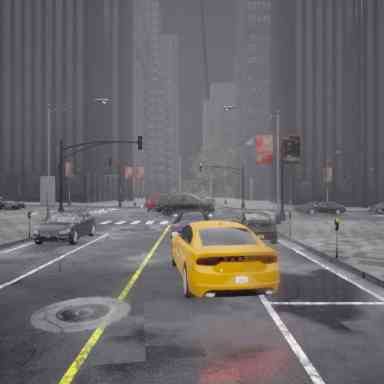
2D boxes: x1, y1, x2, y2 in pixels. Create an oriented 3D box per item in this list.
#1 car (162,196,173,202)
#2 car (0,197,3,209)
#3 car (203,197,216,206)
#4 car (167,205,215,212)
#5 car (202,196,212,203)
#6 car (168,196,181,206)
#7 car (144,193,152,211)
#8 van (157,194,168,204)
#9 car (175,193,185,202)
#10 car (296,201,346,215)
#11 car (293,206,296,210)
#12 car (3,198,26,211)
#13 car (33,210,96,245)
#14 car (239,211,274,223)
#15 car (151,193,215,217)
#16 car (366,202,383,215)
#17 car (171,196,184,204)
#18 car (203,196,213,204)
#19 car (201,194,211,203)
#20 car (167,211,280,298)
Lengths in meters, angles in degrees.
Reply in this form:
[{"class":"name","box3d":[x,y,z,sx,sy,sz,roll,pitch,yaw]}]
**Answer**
[{"class":"car","box3d":[-5.437,1.594,74.271,1.947,1.339,4.313,0,0,1]},{"class":"car","box3d":[-20.487,1.225,31.009,4.181,1.385,1.994,1,0,0]},{"class":"car","box3d":[2.941,1.569,57.660,2.008,1.369,4.403,0,0,1]},{"class":"car","box3d":[0.049,1.566,16.168,1.994,1.385,4.181,0,0,0]},{"class":"car","box3d":[3.039,1.575,68.686,2.008,1.369,4.403,0,0,1]},{"class":"car","box3d":[-2.912,1.495,55.322,1.882,1.535,5.008,0,0,1]},{"class":"car","box3d":[-3.004,1.220,38.593,2.150,2.045,5.566,3,1,41]},{"class":"van","box3d":[-5.534,1.363,63.247,1.690,1.788,3.998,0,0,1]},{"class":"car","box3d":[-2.665,1.254,75.493,2.150,2.045,5.566,0,0,1]},{"class":"car","box3d":[14.749,1.814,37.599,4.892,1.490,1.837,1,0,1]},{"class":"car","box3d":[14.899,1.844,40.859,4.674,1.442,1.812,1,0,2]},{"class":"car","box3d":[-20.114,1.221,34.255,5.357,1.411,2.033,1,0,0]},{"class":"car","box3d":[-5.764,1.553,15.479,2.008,1.369,4.403,0,0,0]},{"class":"car","box3d":[2.761,1.553,15.477,2.008,1.369,4.403,0,0,0]},{"class":"car","box3d":[-0.629,1.229,30.943,5.566,2.045,2.150,0,0,0]},{"class":"car","box3d":[24.110,1.982,40.820,4.902,1.511,2.128,1,0,0]},{"class":"car","box3d":[-2.801,1.514,64.897,2.128,1.511,4.902,0,0,1]},{"class":"car","box3d":[2.992,1.547,63.343,1.752,1.417,4.829,0,0,1]},{"class":"car","box3d":[3.088,1.343,74.199,2.192,1.841,5.009,0,0,1]},{"class":"car","box3d":[0.556,1.478,8.631,1.882,1.535,5.008,0,0,-9]}]
